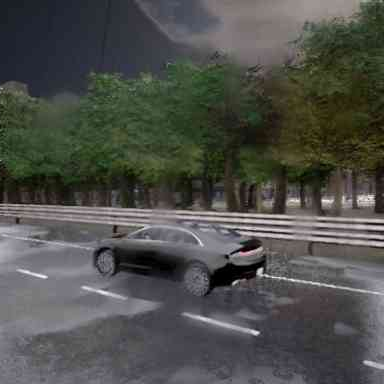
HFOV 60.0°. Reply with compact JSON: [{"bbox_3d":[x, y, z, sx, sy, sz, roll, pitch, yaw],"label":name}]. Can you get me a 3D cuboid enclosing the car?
[{"bbox_3d":[-0.518,1.493,8.544,4.902,1.511,2.128,0,0,36],"label":"car"}]
